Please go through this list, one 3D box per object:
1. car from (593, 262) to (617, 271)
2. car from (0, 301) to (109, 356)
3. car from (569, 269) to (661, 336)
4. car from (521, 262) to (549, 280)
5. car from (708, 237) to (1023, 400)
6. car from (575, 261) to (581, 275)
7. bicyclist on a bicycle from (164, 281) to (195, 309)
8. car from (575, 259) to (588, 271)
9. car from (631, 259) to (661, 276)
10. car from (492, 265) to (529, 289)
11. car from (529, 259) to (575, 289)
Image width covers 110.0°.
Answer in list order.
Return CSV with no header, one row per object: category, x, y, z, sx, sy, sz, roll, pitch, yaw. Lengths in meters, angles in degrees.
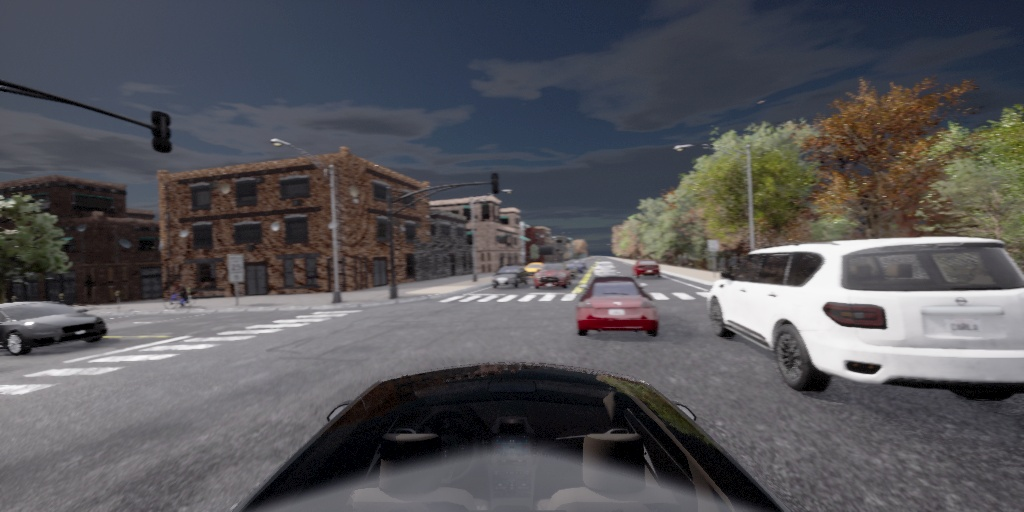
car,8.117,1.210,31.245,1.812,1.442,4.674,-2,-1,14
car,-15.869,2.276,11.735,4.892,1.490,1.837,-3,0,13
car,2.914,1.271,10.273,1.994,1.385,4.181,-2,-1,14
car,2.427,1.439,35.963,1.882,1.535,5.008,-2,-1,14
car,5.233,0.796,6.236,2.150,2.045,5.566,-2,-1,14
car,4.977,1.428,32.764,1.895,1.301,4.718,-2,-1,14
bicyclist on a bicycle,-20.054,2.346,21.635,0.582,1.620,1.656,-3,0,13
car,7.413,1.167,42.394,2.097,1.767,4.553,-2,-1,14
car,11.194,1.025,30.113,1.882,1.535,5.008,-2,-1,14
car,-0.020,1.463,26.123,2.128,1.511,4.902,-2,-1,16
car,2.799,1.189,24.069,2.097,1.767,4.553,-2,-1,14
